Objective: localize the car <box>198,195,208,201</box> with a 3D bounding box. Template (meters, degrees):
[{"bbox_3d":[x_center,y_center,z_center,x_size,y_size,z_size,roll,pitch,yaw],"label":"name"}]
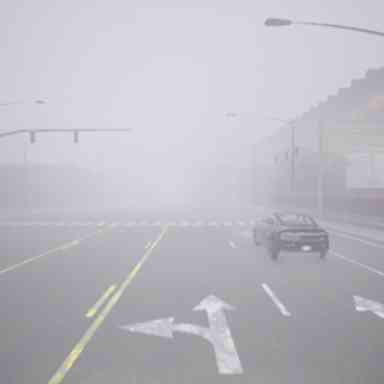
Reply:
[{"bbox_3d":[3.458,1.769,94.197,1.994,1.385,4.181,0,0,-3],"label":"car"}]

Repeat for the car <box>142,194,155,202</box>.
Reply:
[{"bbox_3d":[-10.508,1.413,79.832,2.150,2.045,5.566,0,0,0],"label":"car"}]

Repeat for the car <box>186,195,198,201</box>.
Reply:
[{"bbox_3d":[-0.028,1.709,92.876,1.837,1.490,4.892,0,0,-3],"label":"car"}]

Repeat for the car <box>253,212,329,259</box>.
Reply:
[{"bbox_3d":[3.544,1.522,12.653,2.128,1.511,4.902,0,0,1],"label":"car"}]

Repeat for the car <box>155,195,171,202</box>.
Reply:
[{"bbox_3d":[-7.008,1.713,79.982,2.128,1.511,4.902,0,0,0],"label":"car"}]

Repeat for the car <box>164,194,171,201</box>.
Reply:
[{"bbox_3d":[-7.026,1.568,95.287,2.097,1.767,4.553,0,0,-3],"label":"car"}]
